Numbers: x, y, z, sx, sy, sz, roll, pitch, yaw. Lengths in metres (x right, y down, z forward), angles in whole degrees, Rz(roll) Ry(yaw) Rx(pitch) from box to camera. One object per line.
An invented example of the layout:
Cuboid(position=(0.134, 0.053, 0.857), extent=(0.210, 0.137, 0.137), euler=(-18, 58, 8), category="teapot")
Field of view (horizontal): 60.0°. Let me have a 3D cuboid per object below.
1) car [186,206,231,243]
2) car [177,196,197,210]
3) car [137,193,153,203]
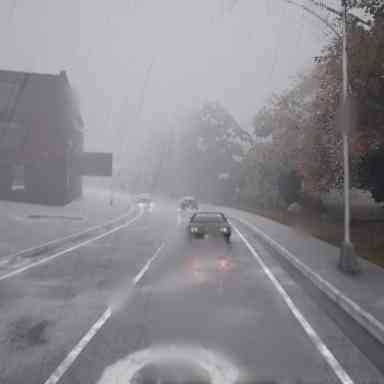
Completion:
Cuboid(position=(0.769, 1.569, 15.939), extent=(1.895, 1.301, 4.718), euler=(0, 0, 2), category="car")
Cuboid(position=(-0.584, 1.253, 39.118), extent=(1.837, 1.490, 4.892), euler=(1, 1, -10), category="car")
Cuboid(position=(-7.275, 0.919, 51.215), extent=(1.837, 1.490, 4.892), euler=(1, 1, -17), category="car")
